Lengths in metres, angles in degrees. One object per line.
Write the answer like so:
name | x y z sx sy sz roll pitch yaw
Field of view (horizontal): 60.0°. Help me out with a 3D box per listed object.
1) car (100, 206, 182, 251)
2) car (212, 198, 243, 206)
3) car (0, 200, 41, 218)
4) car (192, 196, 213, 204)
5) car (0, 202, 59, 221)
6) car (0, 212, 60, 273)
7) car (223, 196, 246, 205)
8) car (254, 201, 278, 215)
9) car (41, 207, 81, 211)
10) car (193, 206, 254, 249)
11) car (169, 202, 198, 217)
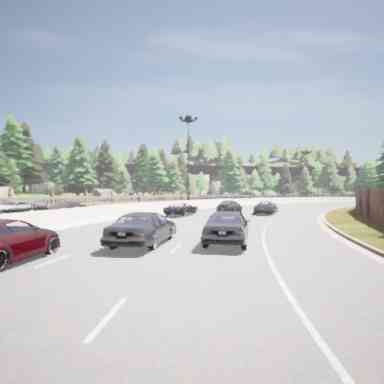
car | -2.066 1.552 14.261 2.033 1.411 5.357 0 0 10
car | 3.920 1.574 34.584 1.812 1.442 4.674 0 0 23
car | -16.269 1.487 30.529 1.812 1.442 4.674 0 0 17
car | 2.198 1.595 66.412 1.812 1.442 4.674 0 0 38
car | -13.479 1.571 27.771 1.895 1.301 4.718 0 0 16
car | -6.045 1.549 10.704 1.994 1.385 4.181 0 0 6
car | 8.079 1.568 62.486 1.882 1.535 5.008 0 0 38
car | 7.715 1.628 34.541 1.994 1.385 4.181 0 0 23
car | -10.150 1.508 26.595 1.812 1.442 4.674 0 0 16
car | 1.579 1.568 14.816 2.033 1.411 5.357 0 0 10
car | -0.974 1.626 31.797 1.895 1.301 4.718 0 0 20
